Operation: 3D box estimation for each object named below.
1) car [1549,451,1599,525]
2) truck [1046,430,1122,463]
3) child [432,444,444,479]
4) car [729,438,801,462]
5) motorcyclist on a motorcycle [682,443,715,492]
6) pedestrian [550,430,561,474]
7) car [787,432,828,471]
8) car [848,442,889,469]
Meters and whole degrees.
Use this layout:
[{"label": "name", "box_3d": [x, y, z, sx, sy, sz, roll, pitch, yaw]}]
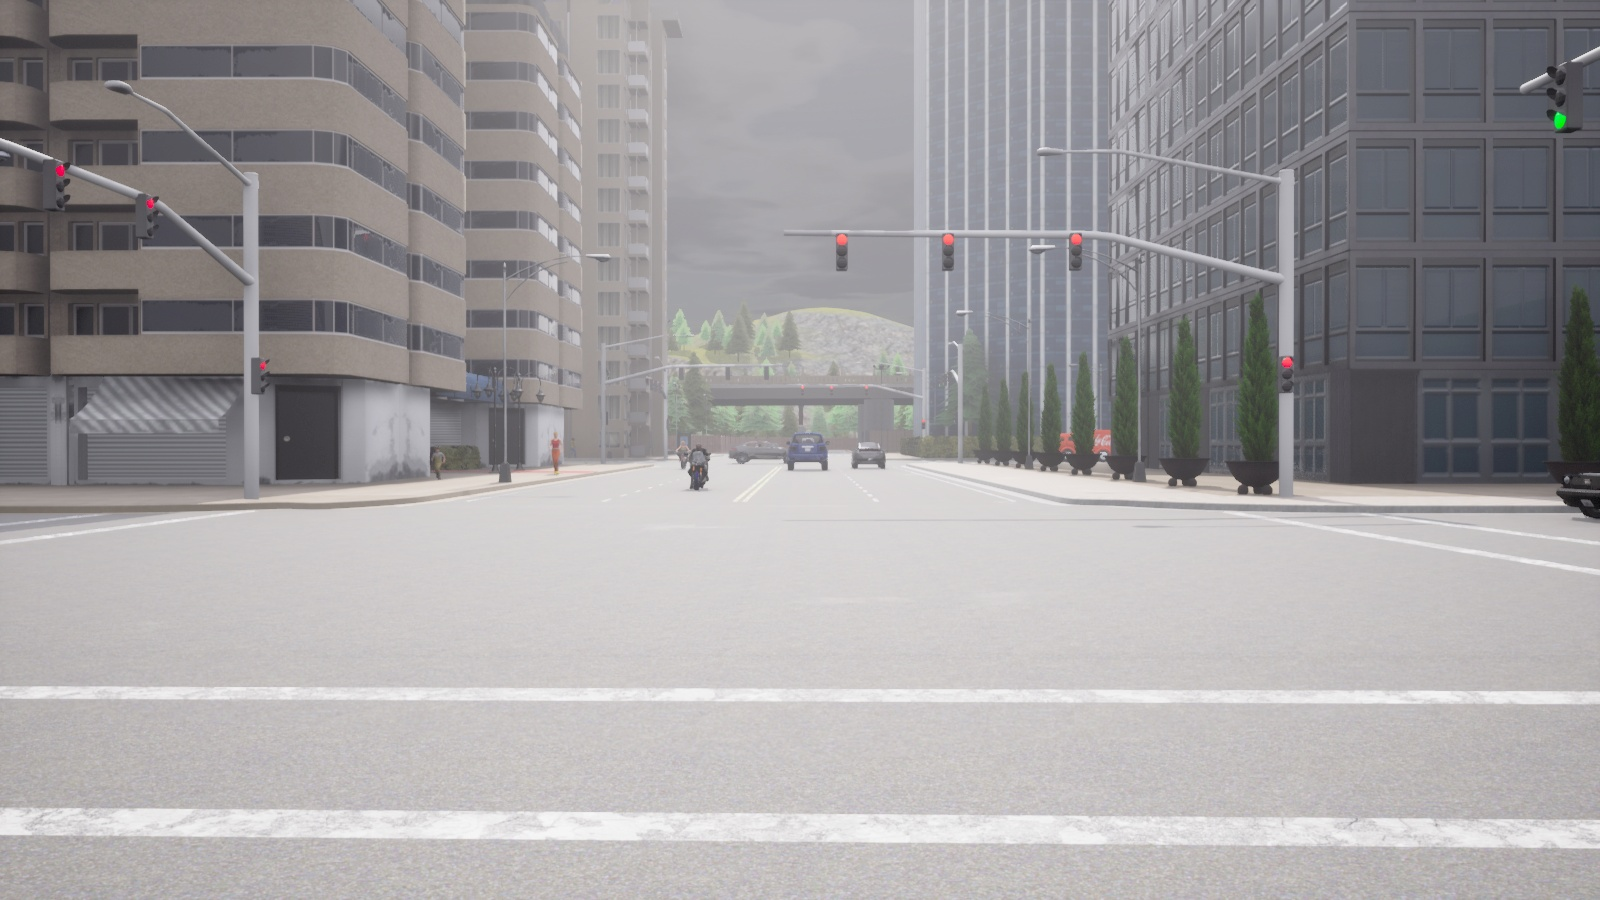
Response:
[{"label": "car", "box_3d": [16.486, 0.675, 22.714, 4.718, 1.301, 1.895, 0, 0, 1]}, {"label": "truck", "box_3d": [21.703, -0.274, 96.010, 5.204, 2.467, 2.627, 0, 0, 0]}, {"label": "child", "box_3d": [-13.122, 0.415, 45.540, 0.270, 1.263, 0.437, 0, 0, 4]}, {"label": "car", "box_3d": [-2.462, 0.016, 88.914, 5.027, 1.651, 2.152, 0, 0, 0]}, {"label": "motorcyclist on a motorcycle", "box_3d": [-3.242, 0.549, 40.296, 0.866, 1.530, 2.191, 0, 0, 0]}, {"label": "pedestrian", "box_3d": [-10.286, 0.088, 52.847, 0.345, 1.836, 0.594, 0, 0, 2]}, {"label": "car", "box_3d": [0.429, 0.073, 68.917, 2.150, 2.045, 5.566, 0, 0, 0]}, {"label": "car", "box_3d": [3.955, 0.290, 72.949, 2.128, 1.511, 4.902, 0, 0, 0]}]
